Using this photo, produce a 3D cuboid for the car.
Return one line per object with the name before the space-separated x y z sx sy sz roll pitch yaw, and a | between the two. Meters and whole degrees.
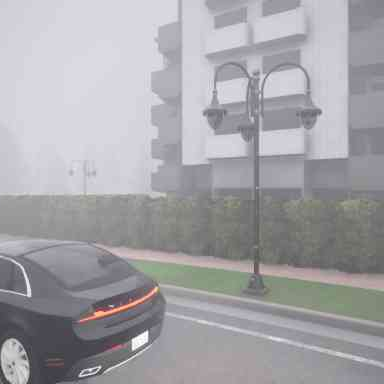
car | -2.698 1.505 5.158 4.892 1.490 1.837 0 0 31
